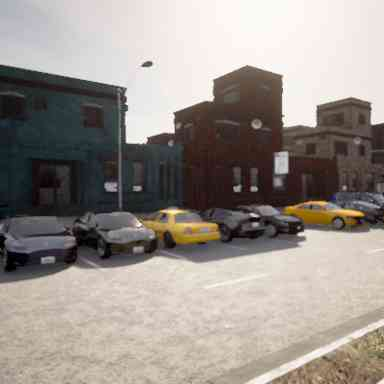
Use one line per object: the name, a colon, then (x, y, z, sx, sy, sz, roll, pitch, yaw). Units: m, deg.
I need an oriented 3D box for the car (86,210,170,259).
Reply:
car: (-3.129, 1.477, 12.838, 2.163, 1.488, 4.792, 0, 0, -35)

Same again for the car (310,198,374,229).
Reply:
car: (8.185, 1.367, 20.894, 2.097, 1.535, 5.008, 0, 0, -35)

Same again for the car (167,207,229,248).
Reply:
car: (-0.983, 1.428, 14.618, 1.946, 1.575, 5.366, 0, 0, -35)

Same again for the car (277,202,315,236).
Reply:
car: (3.557, 1.400, 17.608, 2.097, 1.535, 5.008, 0, 0, -35)

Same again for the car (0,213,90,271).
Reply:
car: (-5.397, 1.494, 11.235, 2.163, 1.488, 4.792, 0, 0, -35)

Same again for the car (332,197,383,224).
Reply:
car: (10.456, 1.352, 22.496, 2.231, 1.521, 4.892, 0, 0, -35)

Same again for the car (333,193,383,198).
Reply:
car: (12.732, 1.083, 24.088, 2.435, 2.045, 5.566, 0, 0, -35)

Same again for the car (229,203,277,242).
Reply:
car: (1.376, 1.445, 16.095, 2.163, 1.488, 4.792, 0, 0, -35)
